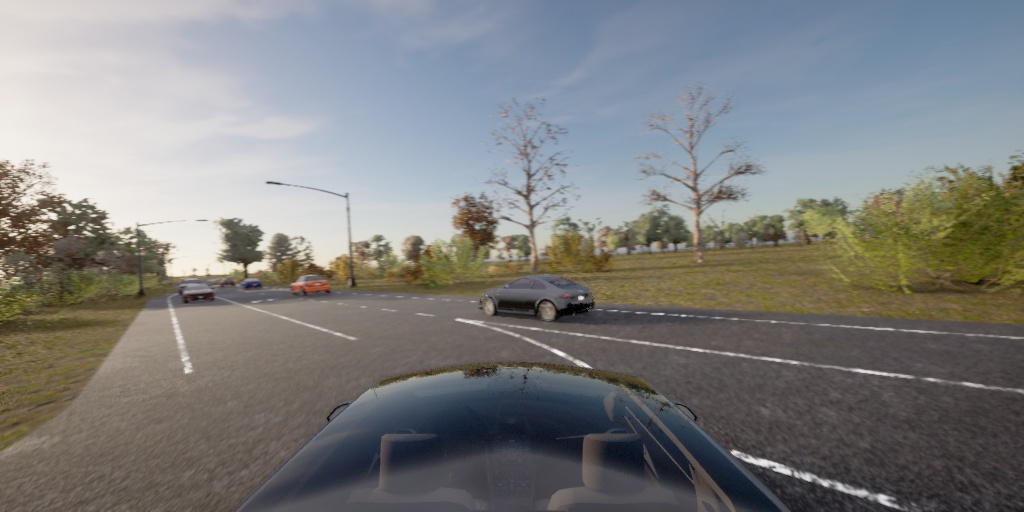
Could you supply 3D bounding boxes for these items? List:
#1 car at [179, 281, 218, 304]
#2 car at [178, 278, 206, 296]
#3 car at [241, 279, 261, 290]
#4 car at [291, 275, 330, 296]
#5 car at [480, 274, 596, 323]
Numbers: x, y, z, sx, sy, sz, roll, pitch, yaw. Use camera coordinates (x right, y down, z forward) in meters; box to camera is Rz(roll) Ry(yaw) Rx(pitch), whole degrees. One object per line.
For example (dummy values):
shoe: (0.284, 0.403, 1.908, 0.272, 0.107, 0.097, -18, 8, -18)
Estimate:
car: (-27.134, 3.211, 31.009, 1.882, 1.535, 5.008, -3, -1, -44)
car: (-42.358, 4.049, 47.308, 2.150, 2.045, 5.566, -4, 0, -39)
car: (-38.050, 4.054, 52.299, 1.882, 1.535, 5.008, -3, 0, -44)
car: (-17.657, 2.468, 31.271, 2.097, 1.767, 4.553, -3, -1, -44)
car: (0.731, 1.348, 12.328, 1.994, 1.385, 4.181, -3, -1, -44)
